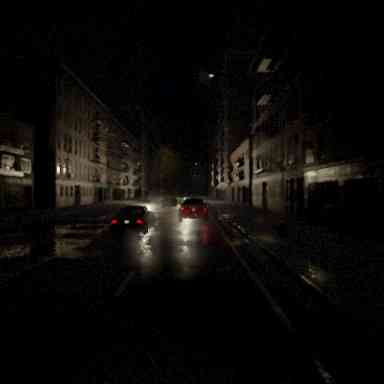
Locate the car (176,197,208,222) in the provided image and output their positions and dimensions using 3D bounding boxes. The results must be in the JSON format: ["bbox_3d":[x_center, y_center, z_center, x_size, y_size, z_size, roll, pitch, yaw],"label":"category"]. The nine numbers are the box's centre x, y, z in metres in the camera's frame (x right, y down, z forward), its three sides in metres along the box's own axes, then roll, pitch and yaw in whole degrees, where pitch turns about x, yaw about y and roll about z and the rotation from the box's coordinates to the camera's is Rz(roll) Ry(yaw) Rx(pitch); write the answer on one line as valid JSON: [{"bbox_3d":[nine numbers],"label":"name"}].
[{"bbox_3d":[0.108,1.264,25.525,2.097,1.767,4.553,0,0,0],"label":"car"}]

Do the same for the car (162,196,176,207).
[{"bbox_3d":[-3.136,1.345,46.903,2.128,1.511,4.902,0,0,0],"label":"car"}]

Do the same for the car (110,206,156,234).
[{"bbox_3d":[-3.145,1.482,18.537,2.033,1.411,5.357,0,0,0],"label":"car"}]

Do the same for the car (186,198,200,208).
[{"bbox_3d":[0.114,1.457,45.377,1.895,1.301,4.718,0,0,0],"label":"car"}]
